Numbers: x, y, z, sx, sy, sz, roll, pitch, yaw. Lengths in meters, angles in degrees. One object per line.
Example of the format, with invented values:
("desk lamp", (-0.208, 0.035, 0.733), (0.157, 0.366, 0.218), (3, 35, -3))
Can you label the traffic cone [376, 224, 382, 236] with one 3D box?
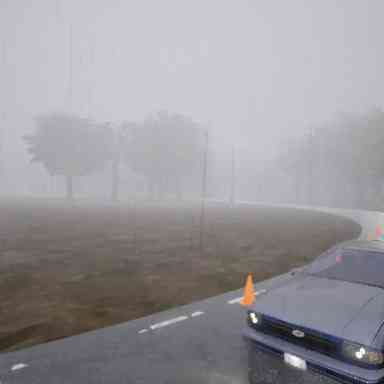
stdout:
("traffic cone", (10.045, 2.035, 17.924), (0.340, 0.580, 0.340), (0, 0, 30))

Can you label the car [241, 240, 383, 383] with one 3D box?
("car", (3.157, 1.597, 5.709), (5.357, 1.411, 2.033), (0, 0, -43))

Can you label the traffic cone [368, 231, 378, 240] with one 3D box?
("traffic cone", (7.475, 2.028, 13.960), (0.340, 0.580, 0.340), (0, 0, 36))

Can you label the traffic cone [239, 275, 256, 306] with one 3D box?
("traffic cone", (1.201, 2.020, 6.911), (0.340, 0.580, 0.340), (0, 0, -42))
